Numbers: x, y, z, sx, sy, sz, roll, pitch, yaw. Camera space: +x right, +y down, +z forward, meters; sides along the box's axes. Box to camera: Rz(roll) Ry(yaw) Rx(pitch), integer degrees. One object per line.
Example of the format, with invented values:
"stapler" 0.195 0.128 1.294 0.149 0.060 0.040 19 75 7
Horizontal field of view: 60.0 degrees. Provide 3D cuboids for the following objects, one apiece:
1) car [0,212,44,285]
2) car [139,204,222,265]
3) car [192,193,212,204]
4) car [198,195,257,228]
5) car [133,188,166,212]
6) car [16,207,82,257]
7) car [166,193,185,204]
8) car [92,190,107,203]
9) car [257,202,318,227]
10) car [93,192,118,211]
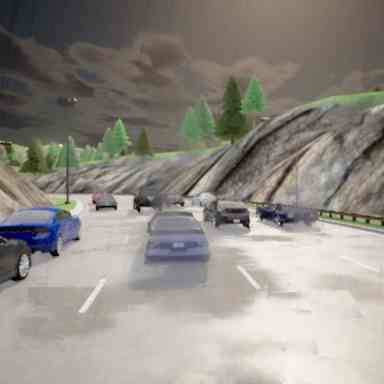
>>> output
"car" -4.800 1.397 6.417 1.837 1.490 4.892 0 1 -4
"car" -0.602 1.342 10.866 2.033 1.411 5.357 0 1 -6
"car" 1.344 0.830 36.579 1.812 1.442 4.674 0 1 -16
"car" 1.835 1.142 18.823 1.837 1.490 4.892 0 1 -9
"car" -4.081 0.665 30.108 2.150 2.045 5.566 0 1 -14
"car" -5.316 1.267 11.953 1.882 1.535 5.008 0 1 -7
"car" -2.235 0.866 36.448 2.033 1.411 5.357 -1 1 -17
"car" -11.887 0.570 43.418 2.097 1.767 4.553 -1 1 -20
"car" 5.313 1.216 19.409 1.895 1.301 4.718 0 1 -9
"car" -8.261 0.984 32.100 1.994 1.385 4.181 0 1 -16
